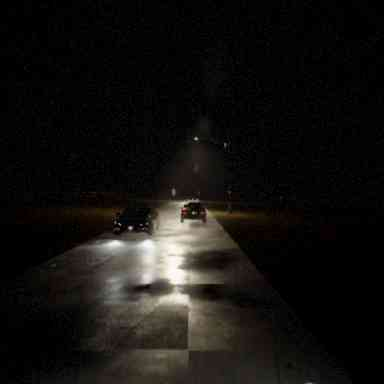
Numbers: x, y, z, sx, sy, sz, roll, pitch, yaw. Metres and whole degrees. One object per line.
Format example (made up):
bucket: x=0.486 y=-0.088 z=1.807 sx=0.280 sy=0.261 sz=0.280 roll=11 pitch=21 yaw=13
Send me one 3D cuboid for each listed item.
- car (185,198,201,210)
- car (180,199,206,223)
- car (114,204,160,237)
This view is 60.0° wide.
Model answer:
car: x=0.094 y=1.492 z=41.600 sx=1.895 sy=1.301 sz=4.718 roll=0 pitch=0 yaw=0
car: x=0.097 y=1.455 z=24.848 sx=2.033 sy=1.411 sz=5.357 roll=0 pitch=0 yaw=0
car: x=-2.813 y=1.433 z=17.719 sx=1.837 sy=1.490 sz=4.892 roll=0 pitch=0 yaw=0
